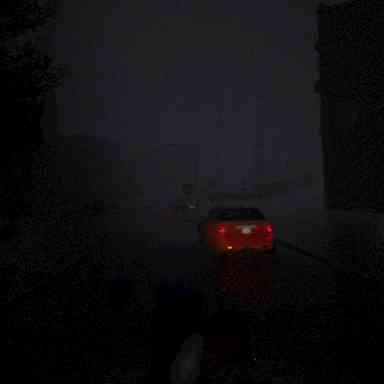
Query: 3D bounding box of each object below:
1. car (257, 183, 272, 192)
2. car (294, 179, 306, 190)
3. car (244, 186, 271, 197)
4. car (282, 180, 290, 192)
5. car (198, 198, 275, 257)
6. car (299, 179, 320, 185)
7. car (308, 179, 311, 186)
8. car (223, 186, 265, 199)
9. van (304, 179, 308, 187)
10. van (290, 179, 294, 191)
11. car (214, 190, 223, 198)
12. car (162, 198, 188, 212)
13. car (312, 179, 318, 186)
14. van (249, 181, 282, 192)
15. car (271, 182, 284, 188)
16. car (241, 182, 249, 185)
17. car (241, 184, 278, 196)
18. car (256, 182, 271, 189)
[{"bbox_3d":[15.474,-0.952,70.779,1.812,1.442,4.674,-2,2,30],"label":"car"},{"bbox_3d":[20.662,-1.275,69.802,4.892,1.521,2.231,-3,2,10],"label":"car"},{"bbox_3d":[8.697,0.320,48.637,4.674,1.452,2.002,-2,3,10],"label":"car"},{"bbox_3d":[13.142,-0.553,56.561,5.566,2.045,2.435,-3,3,10],"label":"car"},{"bbox_3d":[1.511,1.269,12.857,2.097,1.767,4.553,-1,0,-7],"label":"car"},{"bbox_3d":[31.126,-2.633,88.345,4.892,1.521,2.231,-2,2,9],"label":"car"},{"bbox_3d":[23.624,-1.789,75.095,4.553,1.767,2.185,-2,2,10],"label":"car"},{"bbox_3d":[7.191,0.475,45.998,4.892,1.521,2.231,-3,2,10],"label":"car"},{"bbox_3d":[22.267,-1.701,72.422,4.442,1.987,1.878,-3,2,10],"label":"van"},{"bbox_3d":[16.049,-0.913,61.869,4.442,1.987,1.878,-3,3,10],"label":"van"},{"bbox_3d":[4.872,0.444,51.756,1.812,1.442,4.674,-2,3,29],"label":"car"},{"bbox_3d":[-1.912,1.394,38.108,1.812,1.442,4.674,-2,2,20],"label":"car"},{"bbox_3d":[28.185,-2.220,83.033,4.792,1.488,2.163,-2,2,10],"label":"car"},{"bbox_3d":[11.791,-0.340,53.901,4.442,1.987,1.878,-3,2,10],"label":"van"},{"bbox_3d":[20.434,-1.668,79.550,1.895,1.301,4.718,-2,2,30],"label":"car"},{"bbox_3d":[12.237,-1.082,71.675,2.150,2.045,5.566,-2,2,30],"label":"car"},{"bbox_3d":[10.007,0.090,51.311,5.366,1.575,1.946,-2,3,10],"label":"car"},{"bbox_3d":[17.386,-1.609,80.765,2.128,1.511,4.902,-2,2,30],"label":"car"}]
